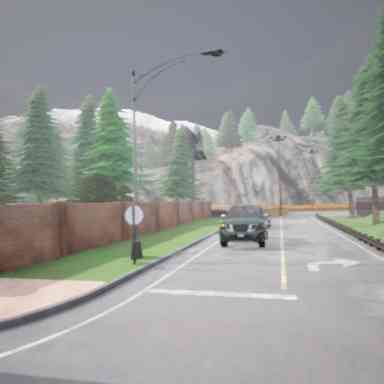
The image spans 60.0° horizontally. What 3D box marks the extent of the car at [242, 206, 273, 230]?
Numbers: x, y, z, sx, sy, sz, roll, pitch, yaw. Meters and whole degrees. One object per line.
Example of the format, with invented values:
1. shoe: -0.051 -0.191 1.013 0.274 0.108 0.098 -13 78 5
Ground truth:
1. car: 5.510 2.083 27.554 2.097 1.767 4.553 -2 -2 15

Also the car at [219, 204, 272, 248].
1. car: 2.932 1.722 17.947 2.150 2.045 5.566 -2 -2 15
